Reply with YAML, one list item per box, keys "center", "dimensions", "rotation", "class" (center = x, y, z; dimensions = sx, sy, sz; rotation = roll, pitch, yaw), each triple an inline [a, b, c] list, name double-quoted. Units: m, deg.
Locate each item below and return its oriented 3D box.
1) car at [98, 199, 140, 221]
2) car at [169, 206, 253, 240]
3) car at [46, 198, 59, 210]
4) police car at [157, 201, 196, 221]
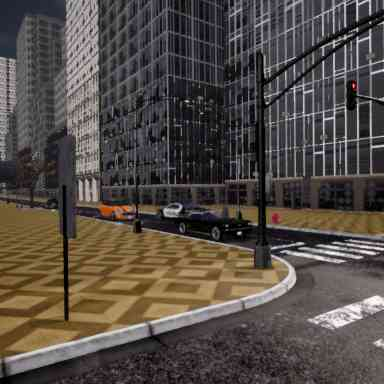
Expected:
- center: [-6.123, 1.407, 27.659]
  dimensions: [2.097, 1.767, 4.553]
  rotation: [-1, 0, -35]
  class: "car"
- center: [0.977, 1.640, 17.534]
  dimensions: [1.895, 1.301, 4.718]
  rotation: [-1, 0, -35]
  class: "car"
- center: [-18.879, 1.590, 46.025]
  dimensions: [1.837, 1.490, 4.892]
  rotation: [-1, 0, -35]
  class: "car"
- center: [-0.979, 1.522, 25.687]
  dimensions: [2.038, 1.542, 4.974]
  rotation: [-1, 0, -35]
  class: "police car"
